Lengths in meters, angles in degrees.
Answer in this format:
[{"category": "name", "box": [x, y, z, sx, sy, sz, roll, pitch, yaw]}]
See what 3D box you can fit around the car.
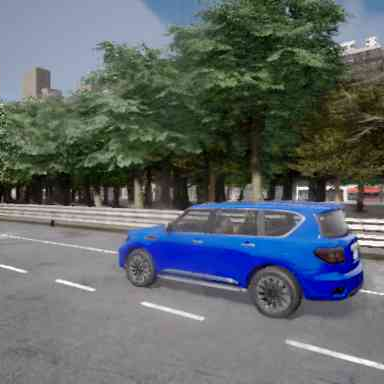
[{"category": "car", "box": [0.790, 1.224, 7.607, 5.566, 2.045, 2.150, 0, 0, 36]}]
